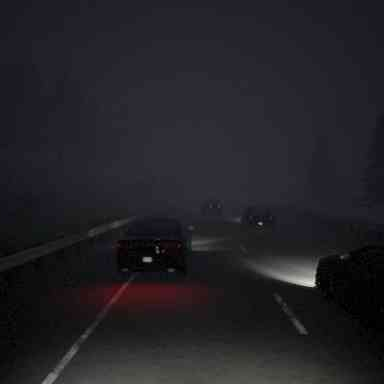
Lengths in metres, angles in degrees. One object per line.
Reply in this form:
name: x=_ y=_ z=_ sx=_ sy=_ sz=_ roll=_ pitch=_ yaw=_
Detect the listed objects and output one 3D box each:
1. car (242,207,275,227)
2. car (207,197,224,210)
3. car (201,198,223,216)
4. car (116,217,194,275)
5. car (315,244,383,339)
car: x=4.569 y=1.717 z=23.523 sx=1.895 sy=1.301 sz=4.718 roll=0 pitch=0 yaw=4
car: x=3.320 y=1.582 z=46.815 sx=2.097 sy=1.767 sz=4.553 roll=0 pitch=0 yaw=7
car: x=2.141 y=1.528 z=35.771 sx=2.097 sy=1.767 sz=4.553 roll=0 pitch=0 yaw=7
car: x=-1.014 y=1.531 z=10.691 sx=1.882 sy=1.535 sz=5.008 roll=0 pitch=0 yaw=2
car: x=3.719 y=1.593 z=5.794 sx=1.994 sy=1.385 sz=4.181 roll=0 pitch=0 yaw=1
